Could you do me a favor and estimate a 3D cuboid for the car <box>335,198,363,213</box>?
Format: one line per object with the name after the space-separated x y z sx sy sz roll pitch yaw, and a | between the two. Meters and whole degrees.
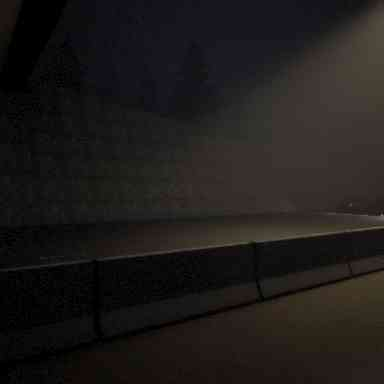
18.251 1.414 37.621 4.553 1.767 2.097 0 0 -34 | car

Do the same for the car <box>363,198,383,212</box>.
20.210 1.230 34.719 4.181 1.385 1.994 0 0 -34 | car
